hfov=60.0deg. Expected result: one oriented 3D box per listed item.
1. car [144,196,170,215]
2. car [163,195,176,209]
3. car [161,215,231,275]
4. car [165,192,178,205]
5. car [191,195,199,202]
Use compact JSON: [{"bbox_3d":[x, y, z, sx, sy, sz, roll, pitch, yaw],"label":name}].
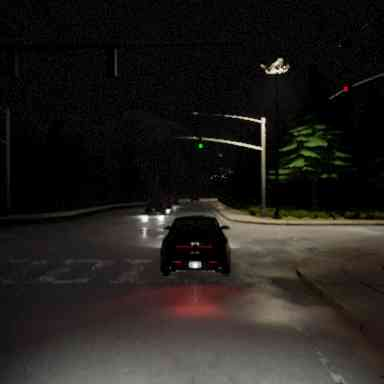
[{"bbox_3d":[-3.598,1.438,33.522,1.837,1.490,4.892,0,0,0],"label":"car"},{"bbox_3d":[-3.581,1.453,43.968,2.033,1.411,5.357,0,0,0],"label":"car"},{"bbox_3d":[0.141,1.485,10.367,1.837,1.490,4.892,0,0,2],"label":"car"},{"bbox_3d":[-3.434,1.099,54.599,2.150,2.045,5.566,0,0,1],"label":"car"},{"bbox_3d":[0.646,1.354,71.980,2.033,1.411,5.357,0,0,2],"label":"car"}]
